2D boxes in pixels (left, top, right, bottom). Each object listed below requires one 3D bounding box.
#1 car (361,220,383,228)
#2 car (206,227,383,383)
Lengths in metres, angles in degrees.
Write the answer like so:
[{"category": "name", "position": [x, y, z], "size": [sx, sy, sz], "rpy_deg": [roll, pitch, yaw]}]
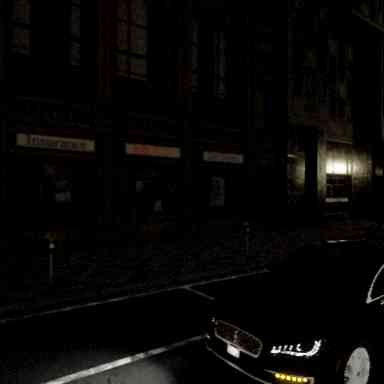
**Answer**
[{"category": "car", "position": [7.270, 1.656, 11.893], "size": [4.507, 1.381, 1.887], "rpy_deg": [1, -1, -36]}, {"category": "car", "position": [2.432, 1.549, 5.127], "size": [4.892, 1.490, 1.837], "rpy_deg": [1, -1, -36]}]
